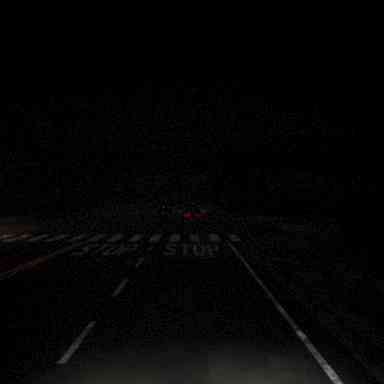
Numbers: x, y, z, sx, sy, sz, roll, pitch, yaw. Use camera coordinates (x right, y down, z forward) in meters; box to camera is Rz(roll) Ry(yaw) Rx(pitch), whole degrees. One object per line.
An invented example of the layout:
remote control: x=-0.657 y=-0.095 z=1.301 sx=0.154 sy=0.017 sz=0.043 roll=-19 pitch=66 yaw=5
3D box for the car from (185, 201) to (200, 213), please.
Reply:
car: x=0.113 y=1.917 z=43.015 sx=1.812 sy=1.442 sz=4.674 roll=0 pitch=-1 yaw=0

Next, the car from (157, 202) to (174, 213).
car: x=-3.381 y=1.930 z=42.036 sx=2.033 sy=1.411 sz=5.357 roll=0 pitch=-1 yaw=0
